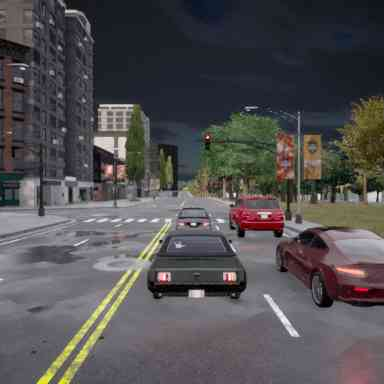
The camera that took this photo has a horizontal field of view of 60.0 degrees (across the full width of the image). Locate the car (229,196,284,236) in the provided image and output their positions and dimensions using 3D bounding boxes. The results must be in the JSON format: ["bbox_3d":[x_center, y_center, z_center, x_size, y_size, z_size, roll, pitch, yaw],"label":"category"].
[{"bbox_3d":[3.321,1.218,17.942,2.150,2.045,5.566,0,0,0],"label":"car"}]

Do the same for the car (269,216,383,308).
[{"bbox_3d":[3.340,1.524,7.787,1.812,1.442,4.674,0,0,0],"label":"car"}]

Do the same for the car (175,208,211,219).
[{"bbox_3d":[0.072,1.544,17.983,2.033,1.411,5.357,0,0,0],"label":"car"}]

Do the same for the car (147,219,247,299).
[{"bbox_3d":[0.087,1.599,8.390,1.895,1.301,4.718,0,0,0],"label":"car"}]
